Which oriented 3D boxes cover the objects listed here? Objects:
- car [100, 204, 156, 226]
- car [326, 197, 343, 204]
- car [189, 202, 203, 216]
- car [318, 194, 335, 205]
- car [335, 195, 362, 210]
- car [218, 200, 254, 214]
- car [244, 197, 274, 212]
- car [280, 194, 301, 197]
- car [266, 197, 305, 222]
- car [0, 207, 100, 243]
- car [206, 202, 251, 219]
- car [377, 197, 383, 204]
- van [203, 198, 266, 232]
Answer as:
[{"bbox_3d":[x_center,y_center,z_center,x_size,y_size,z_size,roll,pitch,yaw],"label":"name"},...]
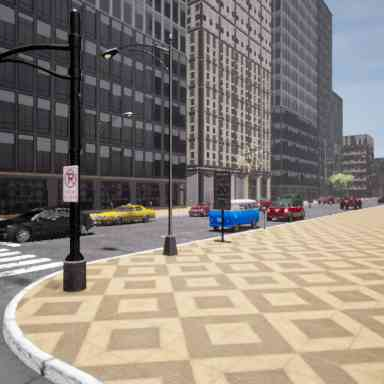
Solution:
[{"bbox_3d":[-4.708,1.540,23.980,1.752,1.417,4.829,0,0,38],"label":"car"},{"bbox_3d":[28.665,1.624,66.884,2.008,1.369,4.403,0,0,38],"label":"car"},{"bbox_3d":[1.421,1.604,31.686,1.802,1.307,4.206,0,0,38],"label":"car"},{"bbox_3d":[25.260,1.380,62.485,2.192,1.841,5.009,0,0,38],"label":"car"},{"bbox_3d":[21.274,1.368,44.462,2.192,1.841,5.009,0,0,38],"label":"car"},{"bbox_3d":[4.826,1.571,36.086,1.887,1.381,4.507,0,0,38],"label":"car"},{"bbox_3d":[8.232,1.471,40.486,1.967,1.590,4.097,0,0,38],"label":"car"},{"bbox_3d":[12.017,1.249,41.320,2.150,2.045,5.566,0,1,37],"label":"car"},{"bbox_3d":[7.652,1.472,26.862,1.967,1.590,4.097,0,0,38],"label":"car"},{"bbox_3d":[-7.273,1.518,16.428,1.837,1.490,4.892,0,0,38],"label":"car"},{"bbox_3d":[3.374,1.626,30.174,1.895,1.301,4.718,0,0,38],"label":"car"},{"bbox_3d":[38.301,1.658,66.460,1.947,1.339,4.313,0,0,38],"label":"car"},{"bbox_3d":[2.672,1.368,20.247,1.690,1.788,3.998,0,0,38],"label":"van"}]
